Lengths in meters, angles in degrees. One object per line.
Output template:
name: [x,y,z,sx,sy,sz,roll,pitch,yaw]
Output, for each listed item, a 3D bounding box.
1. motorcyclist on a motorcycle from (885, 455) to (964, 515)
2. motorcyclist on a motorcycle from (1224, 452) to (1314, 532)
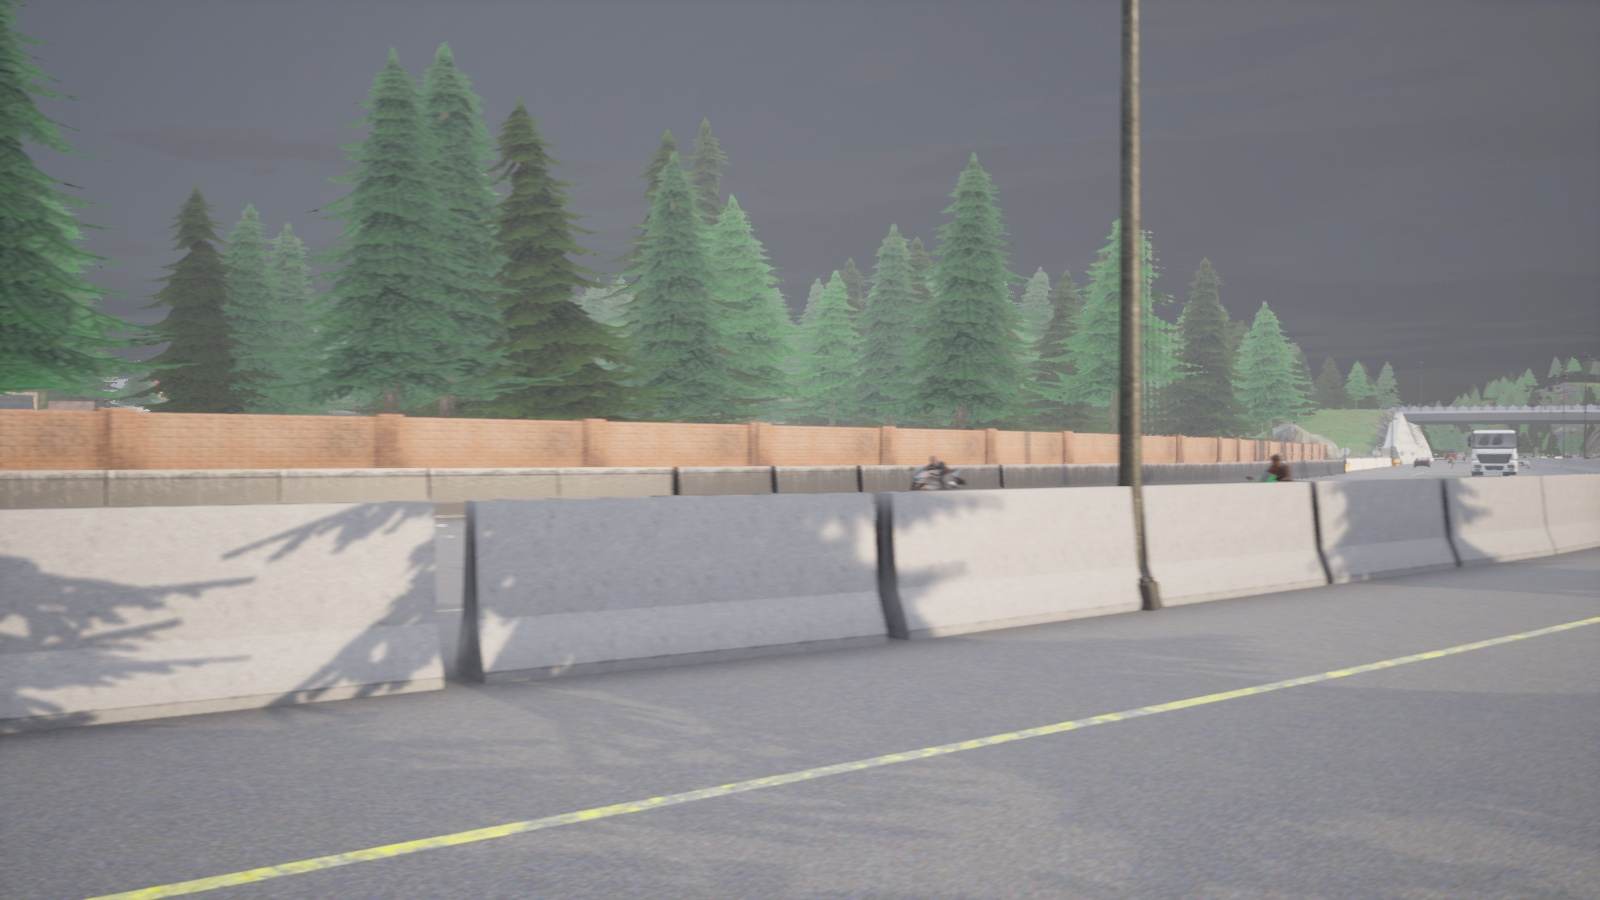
motorcyclist on a motorcycle: [3.350,0.914,33.578,2.191,1.530,0.866,0,-1,-44]
motorcyclist on a motorcycle: [9.235,0.804,24.714,2.044,1.523,0.797,0,-1,-43]
